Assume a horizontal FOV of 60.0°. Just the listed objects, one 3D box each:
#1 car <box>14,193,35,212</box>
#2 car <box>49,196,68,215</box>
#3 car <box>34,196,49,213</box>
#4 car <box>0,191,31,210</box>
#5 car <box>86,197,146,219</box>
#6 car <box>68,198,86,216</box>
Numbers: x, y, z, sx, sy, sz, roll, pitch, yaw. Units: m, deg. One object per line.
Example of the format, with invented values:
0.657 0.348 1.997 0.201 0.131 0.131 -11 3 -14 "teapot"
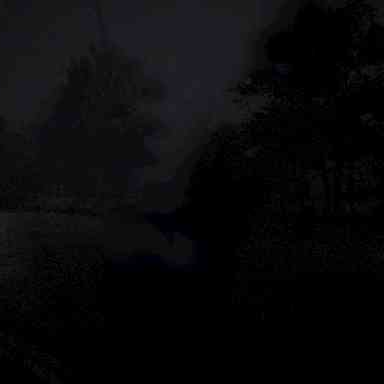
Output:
-15.047 1.223 34.582 1.946 1.575 5.366 1 1 36 "car"
-10.473 1.349 31.454 2.163 1.488 4.792 1 1 36 "car"
-12.698 1.313 33.103 2.002 1.452 4.674 1 1 36 "car"
-19.399 0.881 38.007 2.435 2.045 5.566 1 1 36 "car"
-6.075 1.411 28.291 2.097 1.535 5.008 1 1 36 "car"
-8.295 1.238 29.947 2.185 1.767 4.553 1 1 36 "car"
